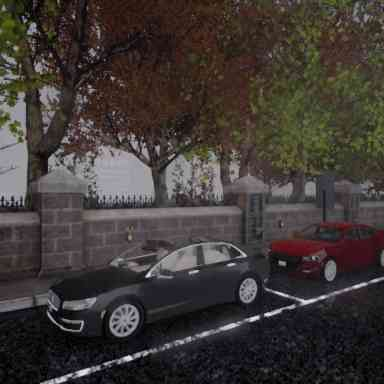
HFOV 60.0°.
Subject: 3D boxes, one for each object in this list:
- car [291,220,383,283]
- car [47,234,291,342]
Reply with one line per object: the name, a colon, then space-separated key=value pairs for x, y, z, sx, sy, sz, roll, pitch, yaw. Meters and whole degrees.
car: x=4.088 y=1.543 z=9.634 sx=4.507 sy=1.381 sz=1.887 roll=0 pitch=0 yaw=-36
car: x=-0.391 y=1.550 z=6.374 sx=4.403 sy=1.369 sz=2.008 roll=0 pitch=0 yaw=-36
